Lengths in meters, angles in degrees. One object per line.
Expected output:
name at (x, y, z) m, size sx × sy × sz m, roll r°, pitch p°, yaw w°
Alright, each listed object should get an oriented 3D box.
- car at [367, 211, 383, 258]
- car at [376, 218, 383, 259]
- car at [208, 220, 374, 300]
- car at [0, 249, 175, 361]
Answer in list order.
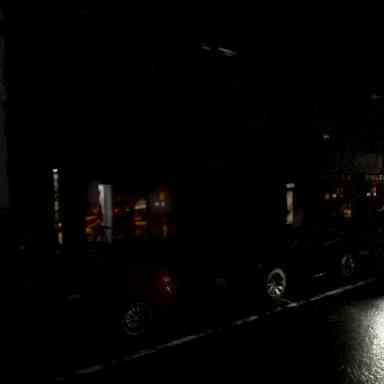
car at (7.009, 1.356, 11.570) m, size 4.097 × 1.590 × 1.967 m, roll 0°, pitch 0°, yaw -35°
car at (6.844, 1.408, 8.259) m, size 5.008 × 1.535 × 1.882 m, roll 0°, pitch 0°, yaw -35°
car at (2.388, 1.521, 8.274) m, size 4.313 × 1.339 × 1.947 m, roll 0°, pitch 0°, yaw -35°
car at (-2.234, 1.576, 4.978) m, size 4.206 × 1.307 × 1.802 m, roll 0°, pitch 0°, yaw -35°
